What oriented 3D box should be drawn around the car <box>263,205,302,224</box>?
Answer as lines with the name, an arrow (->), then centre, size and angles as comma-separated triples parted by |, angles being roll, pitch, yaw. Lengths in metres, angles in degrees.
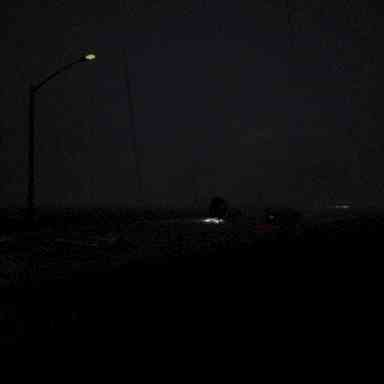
car -> 8.008, 1.913, 29.081 | 1.882, 1.535, 5.008 | 0, 0, 38

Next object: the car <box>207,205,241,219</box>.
car -> 3.362, 2.067, 34.517 | 1.994, 1.385, 4.181 | 0, 0, 38

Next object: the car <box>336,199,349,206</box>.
car -> 32.930, 2.328, 72.743 | 1.882, 1.535, 5.008 | 0, 0, 38
